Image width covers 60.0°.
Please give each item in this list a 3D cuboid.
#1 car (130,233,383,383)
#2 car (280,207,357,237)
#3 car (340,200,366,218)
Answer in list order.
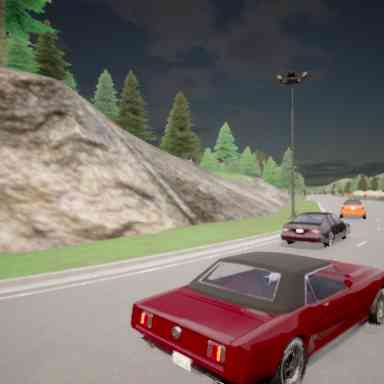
[{"bbox_3d":[1.506,1.637,5.303,4.718,1.301,1.895,0,-1,-43],"label":"car"},{"bbox_3d":[5.895,1.636,15.531,2.033,1.411,5.357,-1,-1,37],"label":"car"},{"bbox_3d":[15.318,1.507,31.667,2.097,1.767,4.553,-1,-1,25],"label":"car"}]
